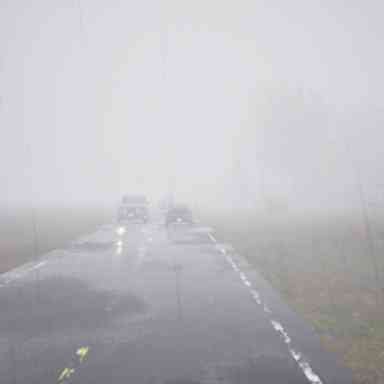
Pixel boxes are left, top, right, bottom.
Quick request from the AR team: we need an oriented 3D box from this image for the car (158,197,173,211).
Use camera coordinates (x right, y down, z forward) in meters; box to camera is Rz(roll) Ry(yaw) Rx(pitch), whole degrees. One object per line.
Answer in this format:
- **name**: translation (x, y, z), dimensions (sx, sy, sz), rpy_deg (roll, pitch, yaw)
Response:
- **car**: translation (-3.174, 1.358, 41.822), dimensions (2.097, 1.767, 4.553), rpy_deg (0, 0, -8)

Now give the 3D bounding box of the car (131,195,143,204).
- **car**: translation (-10.831, 1.489, 65.207), dimensions (1.882, 1.535, 5.008), rpy_deg (0, 0, -13)

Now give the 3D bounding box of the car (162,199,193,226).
- **car**: translation (-0.994, 1.509, 23.339), dimensions (1.837, 1.490, 4.892), rpy_deg (0, 0, -5)

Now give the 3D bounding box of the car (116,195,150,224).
- **car**: translation (-4.336, 1.230, 25.012), dimensions (2.150, 2.045, 5.566), rpy_deg (0, 0, -5)
